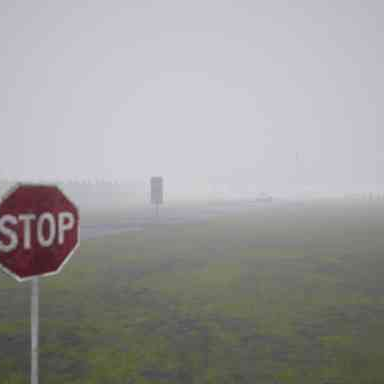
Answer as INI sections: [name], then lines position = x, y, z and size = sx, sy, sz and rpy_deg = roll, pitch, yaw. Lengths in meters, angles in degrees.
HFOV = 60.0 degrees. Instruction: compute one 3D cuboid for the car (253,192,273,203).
[car]
position = 11.405, 0.837, 53.117
size = 2.097, 1.767, 4.553
rpy_deg = 0, 0, 30
